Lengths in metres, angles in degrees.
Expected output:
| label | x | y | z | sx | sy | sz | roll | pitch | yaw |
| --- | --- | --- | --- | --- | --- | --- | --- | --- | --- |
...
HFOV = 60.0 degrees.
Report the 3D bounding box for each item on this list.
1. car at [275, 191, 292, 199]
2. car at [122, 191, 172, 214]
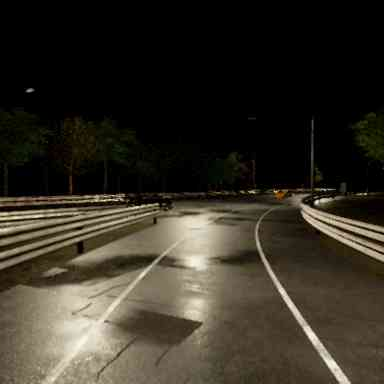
| label | x | y | z | sx | sy | sz | roll | pitch | yaw |
| --- | --- | --- | --- | --- | --- | --- | --- | --- | --- |
| car | 17.208 | 0.517 | 62.459 | 1.882 | 1.535 | 5.008 | 1 | 2 | 35 |
| car | -4.279 | 0.947 | 32.208 | 2.150 | 2.045 | 5.566 | 1 | 2 | 35 |
